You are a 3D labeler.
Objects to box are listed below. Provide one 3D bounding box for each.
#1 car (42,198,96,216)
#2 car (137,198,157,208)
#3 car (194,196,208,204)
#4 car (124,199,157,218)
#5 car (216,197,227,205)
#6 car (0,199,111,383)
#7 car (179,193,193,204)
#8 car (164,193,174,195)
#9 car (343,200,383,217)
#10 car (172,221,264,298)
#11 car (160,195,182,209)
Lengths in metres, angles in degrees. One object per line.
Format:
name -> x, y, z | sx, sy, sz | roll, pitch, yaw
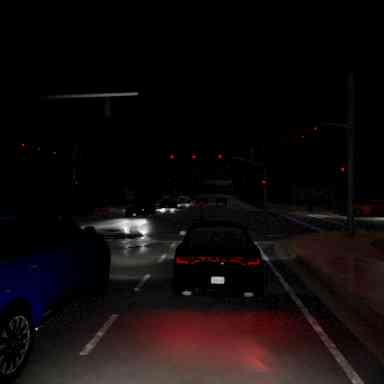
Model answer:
car -> -12.447, 1.478, 33.717 | 5.008, 1.535, 1.882 | 0, 2, -27
car -> -6.422, 1.601, 48.224 | 1.895, 1.301, 4.718 | 0, 0, 5
car -> 1.970, 1.525, 62.398 | 1.812, 1.442, 4.674 | 0, 0, 5
car -> -4.595, 1.601, 30.126 | 1.895, 1.301, 4.718 | 0, 0, 6
car -> 5.340, 1.564, 60.683 | 1.994, 1.385, 4.181 | 0, 0, 5
car -> -3.069, 1.221, 5.509 | 2.150, 2.045, 5.566 | 0, 0, 3
car -> -1.529, 1.223, 64.306 | 2.150, 2.045, 5.566 | 0, 0, 5
car -> -4.734, 1.223, 67.605 | 2.150, 2.045, 5.566 | 0, 0, 5
car -> 16.775, 1.478, 30.962 | 5.008, 1.535, 1.882 | 0, 0, 5
car -> 0.654, 1.478, 8.615 | 1.882, 1.535, 5.008 | 0, 0, 4
car -> -3.093, 1.547, 46.033 | 2.033, 1.411, 5.357 | 0, 0, 5
